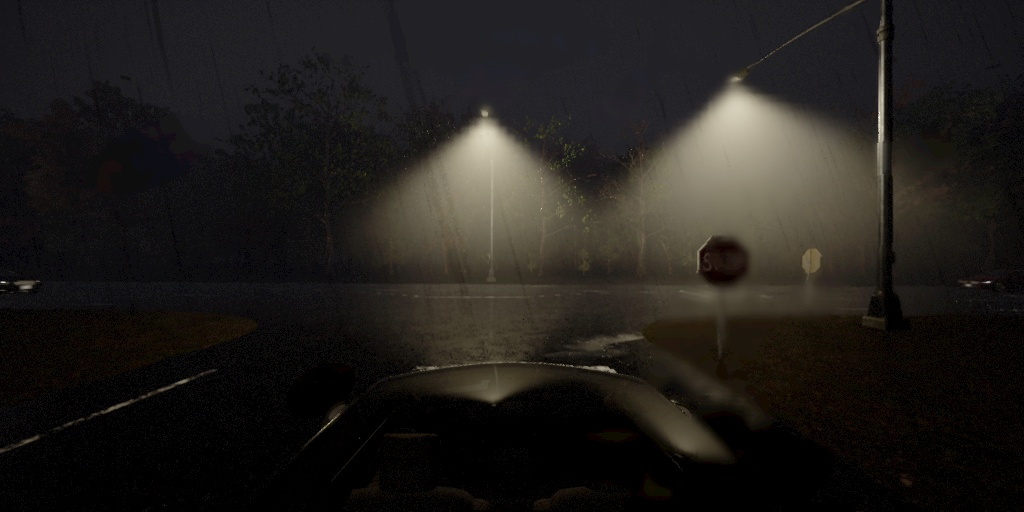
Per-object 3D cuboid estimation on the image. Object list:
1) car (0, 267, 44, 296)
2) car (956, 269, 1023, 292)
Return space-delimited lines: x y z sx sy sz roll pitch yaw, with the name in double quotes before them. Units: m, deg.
"car" -24.543 1.148 16.363 4.902 1.511 2.128 0 0 1
"car" 31.476 1.577 22.884 4.674 1.442 1.812 -1 0 0
